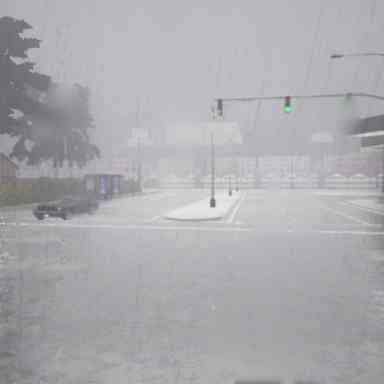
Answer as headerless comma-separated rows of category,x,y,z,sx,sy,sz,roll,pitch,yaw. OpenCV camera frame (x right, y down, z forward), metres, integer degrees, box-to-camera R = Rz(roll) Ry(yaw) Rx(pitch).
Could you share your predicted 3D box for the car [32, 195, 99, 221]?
car,-7.497,0.896,20.192,1.895,1.301,4.718,0,2,10
